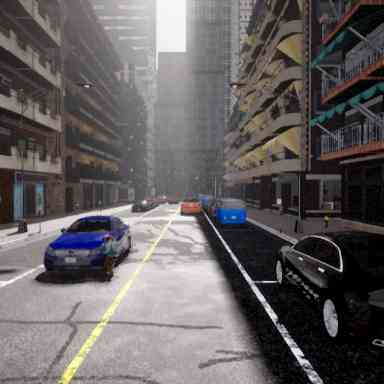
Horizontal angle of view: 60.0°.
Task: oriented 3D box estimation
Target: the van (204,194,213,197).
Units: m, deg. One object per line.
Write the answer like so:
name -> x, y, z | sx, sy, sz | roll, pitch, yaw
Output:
van -> 2.403, 1.332, 50.383 | 1.690, 1.788, 3.998 | -1, 0, 0

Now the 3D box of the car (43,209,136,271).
car -> -3.170, 1.523, 11.015 | 1.812, 1.442, 4.674 | 0, 0, 0

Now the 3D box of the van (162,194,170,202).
van -> -6.131, 1.333, 78.375 | 1.690, 1.788, 3.998 | -1, 0, 0

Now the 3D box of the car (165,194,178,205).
car -> -3.376, 1.468, 60.996 | 1.882, 1.535, 5.008 | 0, 0, 0

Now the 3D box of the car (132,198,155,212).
car -> -5.913, 1.558, 39.162 | 1.947, 1.339, 4.313 | -1, 0, 0

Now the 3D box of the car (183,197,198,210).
car -> -0.165, 1.496, 44.384 | 1.837, 1.490, 4.892 | 0, 0, 0

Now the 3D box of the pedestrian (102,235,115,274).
pedestrian -> -2.211, 1.673, 9.020 | 0.500, 1.100, 0.500 | -1, 1, -3

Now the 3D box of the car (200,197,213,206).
car -> 2.375, 1.542, 55.986 | 2.008, 1.369, 4.403 | -1, 0, 0

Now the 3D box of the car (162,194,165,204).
car -> -6.037, 1.431, 61.570 | 1.967, 1.590, 4.097 | -1, 0, 0

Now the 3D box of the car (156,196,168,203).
car -> -6.066, 1.557, 67.171 | 1.947, 1.339, 4.313 | -1, 0, 0

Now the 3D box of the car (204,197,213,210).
car -> 2.498, 1.538, 33.577 | 1.887, 1.381, 4.507 | -1, 0, 0

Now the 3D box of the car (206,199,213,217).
car -> 2.529, 1.544, 27.975 | 2.008, 1.369, 4.403 | -1, 0, 0

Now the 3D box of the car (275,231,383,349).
car -> 2.967, 1.504, 6.379 | 1.837, 1.490, 4.892 | 0, 0, 0

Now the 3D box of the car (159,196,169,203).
car -> -6.097, 1.542, 72.774 | 2.008, 1.369, 4.403 | -1, 0, 0

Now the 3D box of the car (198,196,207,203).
car -> 2.282, 1.517, 72.961 | 1.752, 1.417, 4.829 | -1, 0, 0

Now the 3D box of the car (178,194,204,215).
car -> -0.096, 1.346, 34.487 | 2.097, 1.767, 4.553 | 0, 0, 0

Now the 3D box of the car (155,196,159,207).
car -> -5.944, 1.536, 44.764 | 1.887, 1.381, 4.507 | -1, 0, 0

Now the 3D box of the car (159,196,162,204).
car -> -5.974, 1.573, 50.366 | 1.802, 1.307, 4.206 | -1, 0, 0

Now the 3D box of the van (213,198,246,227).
van -> 2.557, 1.336, 22.374 | 1.690, 1.788, 3.998 | -1, 0, 0

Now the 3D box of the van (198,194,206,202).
van -> 2.249, 1.333, 78.392 | 1.690, 1.788, 3.998 | -1, 0, 0
